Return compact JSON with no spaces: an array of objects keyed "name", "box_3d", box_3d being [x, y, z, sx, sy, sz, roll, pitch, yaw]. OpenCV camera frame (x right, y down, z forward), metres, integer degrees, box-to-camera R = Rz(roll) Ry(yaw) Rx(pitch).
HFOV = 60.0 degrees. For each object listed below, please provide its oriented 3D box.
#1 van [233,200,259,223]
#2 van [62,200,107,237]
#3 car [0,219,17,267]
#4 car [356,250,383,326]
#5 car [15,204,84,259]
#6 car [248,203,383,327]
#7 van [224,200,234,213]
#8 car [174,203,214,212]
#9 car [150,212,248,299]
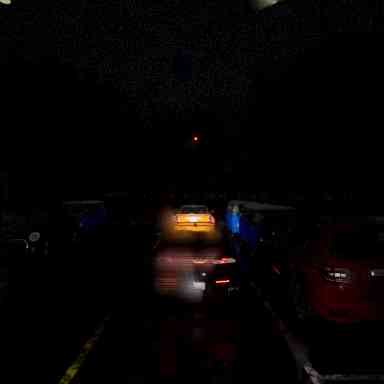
[{"name":"van","box_3d":[2.741,1.342,12.372,1.690,1.788,3.998,0,0,0]},{"name":"van","box_3d":[-5.793,1.342,17.795,1.690,1.788,3.998,0,0,0]},{"name":"car","box_3d":[-5.774,1.525,6.750,1.752,1.417,4.829,0,0,0]},{"name":"car","box_3d":[2.760,1.440,1.497,1.967,1.590,4.097,0,0,0]},{"name":"car","box_3d":[-5.784,1.441,12.358,1.967,1.590,4.097,0,0,0]},{"name":"car","box_3d":[2.751,1.315,6.935,2.192,1.841,5.009,0,0,0]},{"name":"van","box_3d":[2.732,1.342,17.810,1.690,1.788,3.998,0,0,0]},{"name":"car","box_3d":[0.109,1.353,17.505,2.097,1.767,4.553,0,0,1]},{"name":"car","box_3d":[0.089,1.492,8.456,2.128,1.511,4.902,0,0,0]}]
